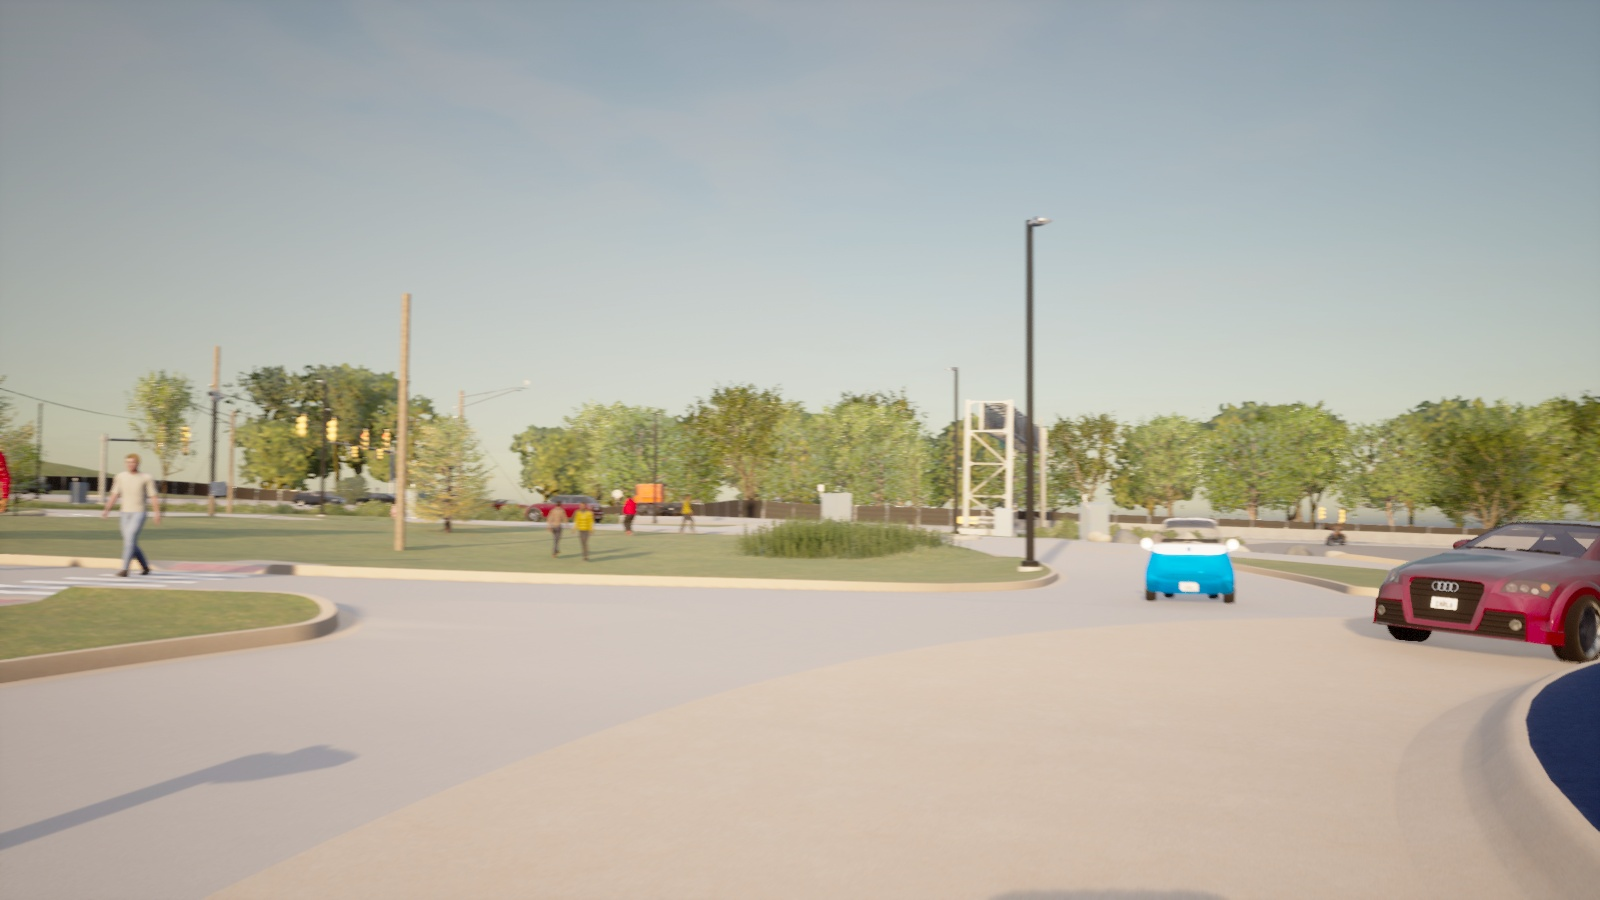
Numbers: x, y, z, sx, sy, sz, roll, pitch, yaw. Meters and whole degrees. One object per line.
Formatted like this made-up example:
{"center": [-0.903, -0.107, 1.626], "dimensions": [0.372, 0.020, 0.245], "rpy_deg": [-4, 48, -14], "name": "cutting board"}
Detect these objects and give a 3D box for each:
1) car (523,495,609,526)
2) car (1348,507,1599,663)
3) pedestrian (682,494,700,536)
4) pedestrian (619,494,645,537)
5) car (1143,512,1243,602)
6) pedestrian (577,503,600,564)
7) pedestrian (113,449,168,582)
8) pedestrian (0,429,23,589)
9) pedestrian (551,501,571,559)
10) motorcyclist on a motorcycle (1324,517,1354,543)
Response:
{"center": [-13.882, 3.572, 74.510], "dimensions": [4.553, 1.767, 2.097], "rpy_deg": [0, -3, 17], "name": "car"}
{"center": [8.153, 1.385, 13.490], "dimensions": [4.181, 1.385, 1.994], "rpy_deg": [3, -2, -29], "name": "car"}
{"center": [-4.863, 2.912, 56.161], "dimensions": [0.709, 1.840, 0.431], "rpy_deg": [-1, -3, 15], "name": "pedestrian"}
{"center": [-7.337, 2.863, 54.876], "dimensions": [0.899, 1.844, 0.634], "rpy_deg": [-3, -4, 39], "name": "pedestrian"}
{"center": [6.491, 1.747, 20.726], "dimensions": [1.481, 1.376, 2.207], "rpy_deg": [-1, -4, 18], "name": "car"}
{"center": [-6.455, 2.534, 38.281], "dimensions": [0.431, 1.840, 0.709], "rpy_deg": [-1, -3, 13], "name": "pedestrian"}
{"center": [-9.348, 0.927, 17.816], "dimensions": [0.354, 1.836, 0.706], "rpy_deg": [0, -3, -1], "name": "pedestrian"}
{"center": [-9.367, 0.682, 14.513], "dimensions": [0.331, 1.846, 0.636], "rpy_deg": [0, -3, -1], "name": "pedestrian"}
{"center": [-7.579, 2.541, 39.807], "dimensions": [0.328, 1.805, 0.869], "rpy_deg": [0, -3, 9], "name": "pedestrian"}
{"center": [36.402, 5.411, 84.816], "dimensions": [2.350, 1.649, 0.766], "rpy_deg": [1, -1, -36], "name": "motorcyclist on a motorcycle"}
